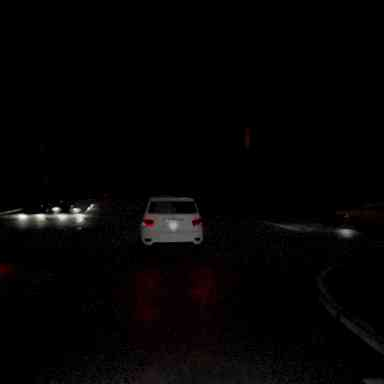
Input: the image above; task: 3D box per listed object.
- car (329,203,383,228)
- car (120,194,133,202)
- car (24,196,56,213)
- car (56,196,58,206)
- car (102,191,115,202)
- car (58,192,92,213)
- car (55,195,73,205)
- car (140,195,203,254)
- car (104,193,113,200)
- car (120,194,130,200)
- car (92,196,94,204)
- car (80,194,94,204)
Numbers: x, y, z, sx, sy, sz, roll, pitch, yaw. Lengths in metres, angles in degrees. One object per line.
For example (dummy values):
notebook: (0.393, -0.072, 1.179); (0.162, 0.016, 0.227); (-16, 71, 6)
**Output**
car: (11.392, 1.456, 21.526); (5.008, 1.535, 1.882); (1, 0, -11)
car: (-12.443, 1.122, 64.342); (2.033, 1.411, 5.357); (0, 0, -15)
car: (-15.396, 1.245, 33.470); (1.882, 1.535, 5.008); (0, 0, -13)
car: (-17.715, 1.243, 43.021); (2.033, 1.411, 5.357); (0, 0, -14)
car: (-15.836, 0.810, 63.477); (2.150, 2.045, 5.566); (0, 0, -15)
car: (-12.032, 0.975, 34.451); (2.150, 2.045, 5.566); (0, 0, -12)
car: (-20.325, 1.189, 53.063); (2.033, 1.411, 5.357); (0, 0, -15)
car: (-0.895, 1.129, 13.372); (2.150, 2.045, 5.566); (0, 0, -6)
car: (-18.471, 1.004, 73.521); (1.994, 1.385, 4.181); (0, 0, -14)
car: (-15.090, 1.033, 74.428); (1.895, 1.301, 4.718); (0, 0, -14)
car: (-14.258, 1.249, 43.603); (1.994, 1.385, 4.181); (0, 0, -14)
car: (-16.890, 1.107, 53.765); (1.882, 1.535, 5.008); (0, 0, -15)
